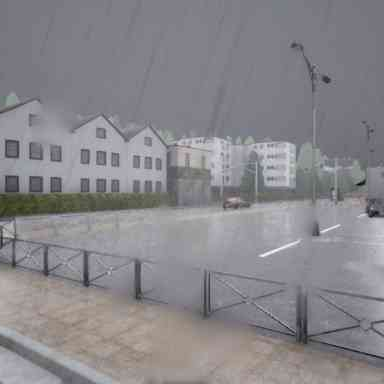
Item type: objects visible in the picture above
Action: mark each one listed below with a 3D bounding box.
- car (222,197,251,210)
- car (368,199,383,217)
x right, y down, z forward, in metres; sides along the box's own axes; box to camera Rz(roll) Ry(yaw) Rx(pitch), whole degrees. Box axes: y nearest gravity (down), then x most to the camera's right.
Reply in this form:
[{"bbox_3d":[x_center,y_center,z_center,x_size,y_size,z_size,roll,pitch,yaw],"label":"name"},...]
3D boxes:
[{"bbox_3d":[5.238,1.331,38.764,1.812,1.442,4.674,0,0,36],"label":"car"},{"bbox_3d":[15.488,1.298,26.767,2.007,1.523,4.514,0,0,35],"label":"car"}]
